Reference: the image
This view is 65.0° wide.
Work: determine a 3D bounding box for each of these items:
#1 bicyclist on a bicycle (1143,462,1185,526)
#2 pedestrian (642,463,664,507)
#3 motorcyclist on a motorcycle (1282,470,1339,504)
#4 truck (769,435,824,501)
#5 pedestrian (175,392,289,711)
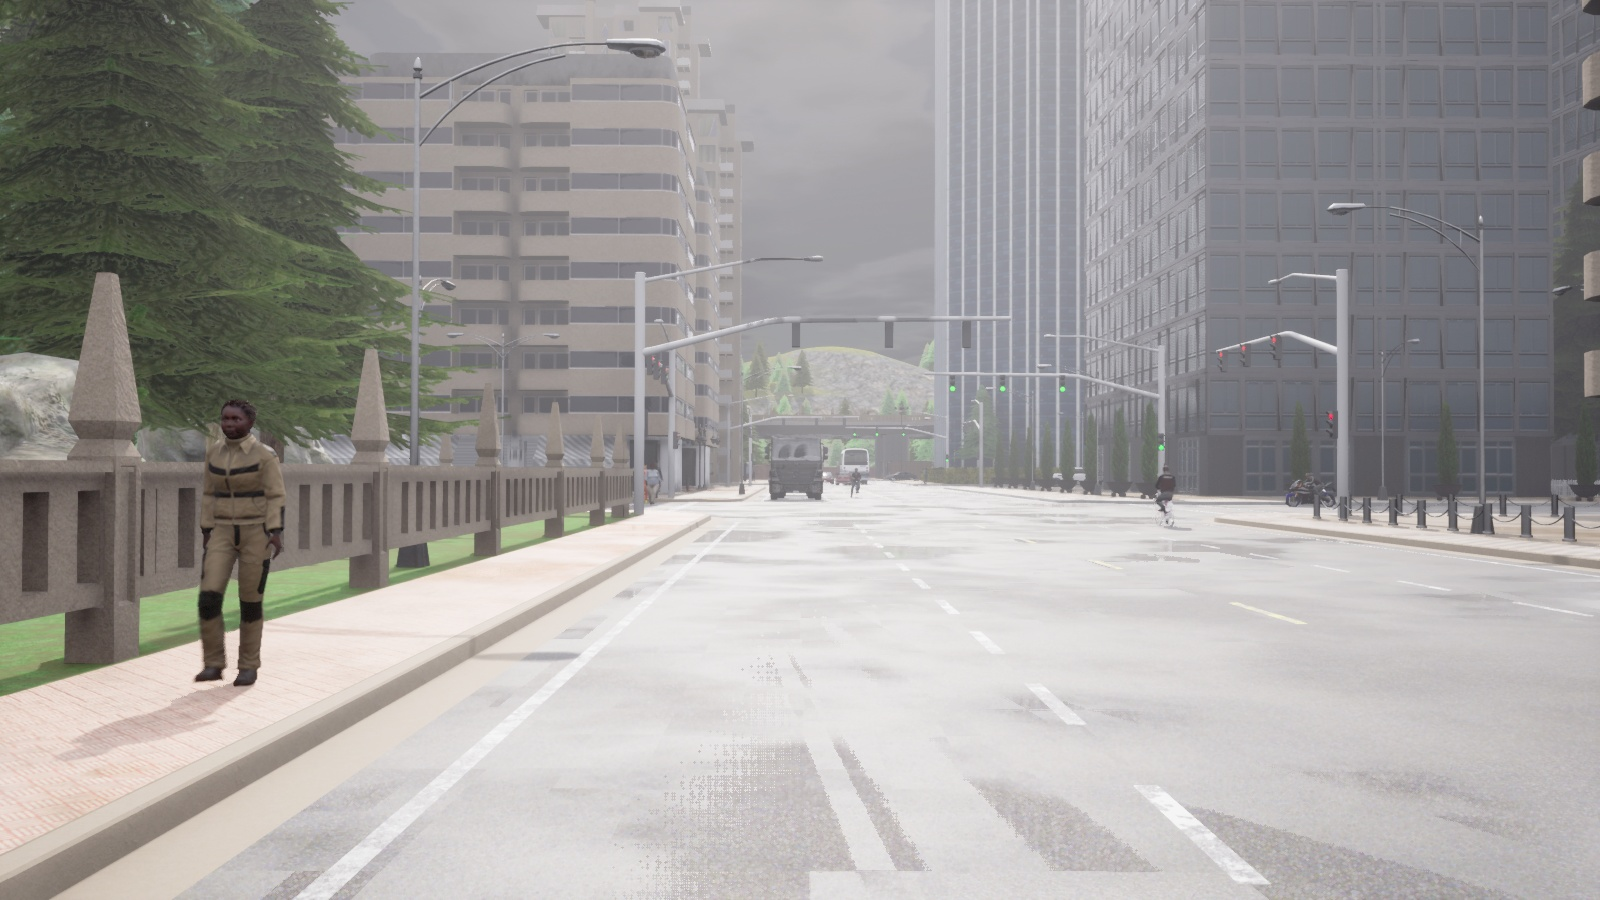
[{"bbox_3d":[10.397,1.245,35.899,0.659,1.776,1.843,0,-1,0],"label":"bicyclist on a bicycle"},{"bbox_3d":[-6.287,1.477,53.627,0.874,1.855,0.900,0,-1,-9],"label":"pedestrian"},{"bbox_3d":[22.751,1.641,55.963,2.191,1.530,0.866,0,-1,0],"label":"motorcyclist on a motorcycle"},{"bbox_3d":[-0.204,1.010,70.268,2.891,3.462,7.936,0,-1,0],"label":"truck"},{"bbox_3d":[-3.586,0.621,7.964,0.396,1.930,0.692,0,-1,1],"label":"pedestrian"}]
